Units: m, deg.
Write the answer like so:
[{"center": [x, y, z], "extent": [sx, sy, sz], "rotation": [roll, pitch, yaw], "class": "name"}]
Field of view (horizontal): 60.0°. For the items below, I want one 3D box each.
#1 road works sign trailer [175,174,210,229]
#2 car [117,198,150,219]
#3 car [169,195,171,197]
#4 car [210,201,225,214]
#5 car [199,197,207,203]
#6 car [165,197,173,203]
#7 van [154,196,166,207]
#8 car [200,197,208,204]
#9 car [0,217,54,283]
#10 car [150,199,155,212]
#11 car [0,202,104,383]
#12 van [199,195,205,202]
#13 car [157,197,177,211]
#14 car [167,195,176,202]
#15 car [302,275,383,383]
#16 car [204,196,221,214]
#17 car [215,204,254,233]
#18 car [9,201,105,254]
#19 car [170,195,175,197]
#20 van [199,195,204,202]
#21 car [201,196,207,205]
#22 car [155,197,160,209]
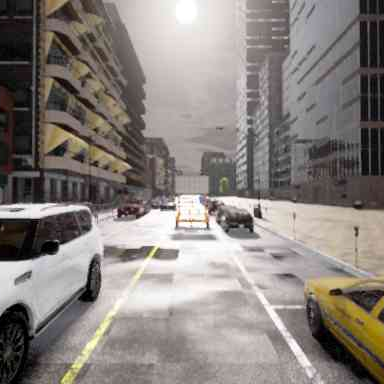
[{"center": [0.014, 0.571, 22.675], "extent": [2.380, 3.560, 2.880], "rotation": [0, 0, 0], "class": "road works sign trailer"}, {"center": [-5.654, 1.464, 31.551], "extent": [2.192, 1.841, 5.009], "rotation": [1, 0, 0], "class": "car"}, {"center": [-5.635, 1.835, 64.798], "extent": [1.752, 1.417, 4.829], "rotation": [1, 0, 0], "class": "car"}, {"center": [2.719, 1.673, 25.973], "extent": [2.008, 1.369, 4.403], "rotation": [1, 0, 0], "class": "car"}, {"center": [2.756, 1.919, 81.839], "extent": [1.752, 1.417, 4.829], "rotation": [1, 0, 0], "class": "car"}, {"center": [-5.625, 1.918, 81.507], "extent": [1.752, 1.417, 4.829], "rotation": [1, 0, 0], "class": "car"}, {"center": [-5.636, 1.625, 59.400], "extent": [1.690, 1.788, 3.998], "rotation": [1, 0, 0], "class": "van"}, {"center": [2.752, 1.947, 76.099], "extent": [1.802, 1.307, 4.206], "rotation": [1, 0, 0], "class": "car"}, {"center": [-5.672, 1.568, 9.102], "extent": [1.752, 1.417, 4.829], "rotation": [1, 0, 0], "class": "car"}, {"center": [-5.654, 1.720, 37.119], "extent": [1.887, 1.381, 4.507], "rotation": [1, 0, 0], "class": "car"}, {"center": [-3.097, 1.249, 5.505], "extent": [2.150, 2.045, 5.566], "rotation": [0, 0, 0], "class": "car"}, {"center": [2.766, 1.790, 92.811], "extent": [1.690, 1.788, 3.998], "rotation": [1, 0, 0], "class": "van"}, {"center": [-3.052, 1.769, 43.434], "extent": [1.994, 1.385, 4.181], "rotation": [0, 0, 0], "class": "car"}, {"center": [-5.614, 1.764, 92.817], "extent": [2.192, 1.841, 5.009], "rotation": [1, 0, 0], "class": "car"}, {"center": [2.705, 1.544, 3.866], "extent": [1.752, 1.417, 4.829], "rotation": [1, 0, 0], "class": "car"}, {"center": [2.728, 1.615, 37.113], "extent": [1.967, 1.590, 4.097], "rotation": [1, 0, 0], "class": "car"}, {"center": [2.715, 1.646, 20.405], "extent": [2.008, 1.369, 4.403], "rotation": [1, 0, 0], "class": "car"}, {"center": [-5.664, 1.385, 14.843], "extent": [2.192, 1.841, 5.009], "rotation": [1, 0, 0], "class": "car"}, {"center": [-5.628, 1.916, 76.106], "extent": [2.008, 1.369, 4.403], "rotation": [1, 0, 0], "class": "car"}, {"center": [2.748, 1.652, 64.963], "extent": [1.690, 1.788, 3.998], "rotation": [1, 0, 0], "class": "van"}, {"center": [2.735, 1.669, 48.253], "extent": [1.967, 1.590, 4.097], "rotation": [1, 0, 0], "class": "car"}, {"center": [-5.647, 1.795, 48.259], "extent": [1.947, 1.339, 4.313], "rotation": [1, 0, 0], "class": "car"}]
